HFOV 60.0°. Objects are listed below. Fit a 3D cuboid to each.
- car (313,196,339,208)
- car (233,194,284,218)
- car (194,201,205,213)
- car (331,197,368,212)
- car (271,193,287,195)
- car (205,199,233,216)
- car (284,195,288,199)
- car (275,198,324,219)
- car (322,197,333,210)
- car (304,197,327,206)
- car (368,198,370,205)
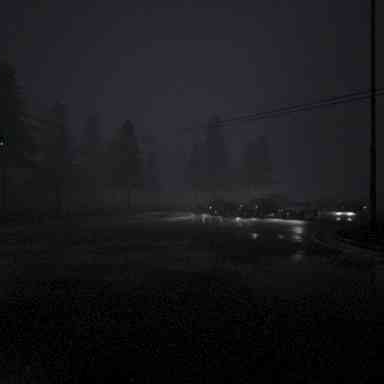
[{"bbox_3d":[20.422,1.478,50.537,1.882,1.535,5.008,0,0,44],"label":"car"},{"bbox_3d":[6.236,1.352,30.783,2.097,1.767,4.553,0,0,43],"label":"car"},{"bbox_3d":[2.352,1.478,36.873,1.882,1.535,5.008,0,0,44],"label":"car"},{"bbox_3d":[18.021,1.564,37.997,1.994,1.385,4.181,0,0,44],"label":"car"},{"bbox_3d":[11.377,1.221,46.227,2.150,2.045,5.566,0,0,44],"label":"car"},{"bbox_3d":[3.788,1.601,33.297,1.895,1.301,4.718,0,0,43],"label":"car"},{"bbox_3d":[10.204,1.478,39.978,1.882,1.535,5.008,0,0,44],"label":"car"},{"bbox_3d":[9.528,1.526,29.184,1.812,1.442,4.674,0,0,44],"label":"car"},{"bbox_3d":[15.192,1.601,40.106,1.895,1.301,4.718,0,0,44],"label":"car"},{"bbox_3d":[20.765,1.601,55.908,1.895,1.301,4.718,0,0,44],"label":"car"},{"bbox_3d":[27.061,1.548,52.337,2.033,1.411,5.357,0,0,44],"label":"car"}]
